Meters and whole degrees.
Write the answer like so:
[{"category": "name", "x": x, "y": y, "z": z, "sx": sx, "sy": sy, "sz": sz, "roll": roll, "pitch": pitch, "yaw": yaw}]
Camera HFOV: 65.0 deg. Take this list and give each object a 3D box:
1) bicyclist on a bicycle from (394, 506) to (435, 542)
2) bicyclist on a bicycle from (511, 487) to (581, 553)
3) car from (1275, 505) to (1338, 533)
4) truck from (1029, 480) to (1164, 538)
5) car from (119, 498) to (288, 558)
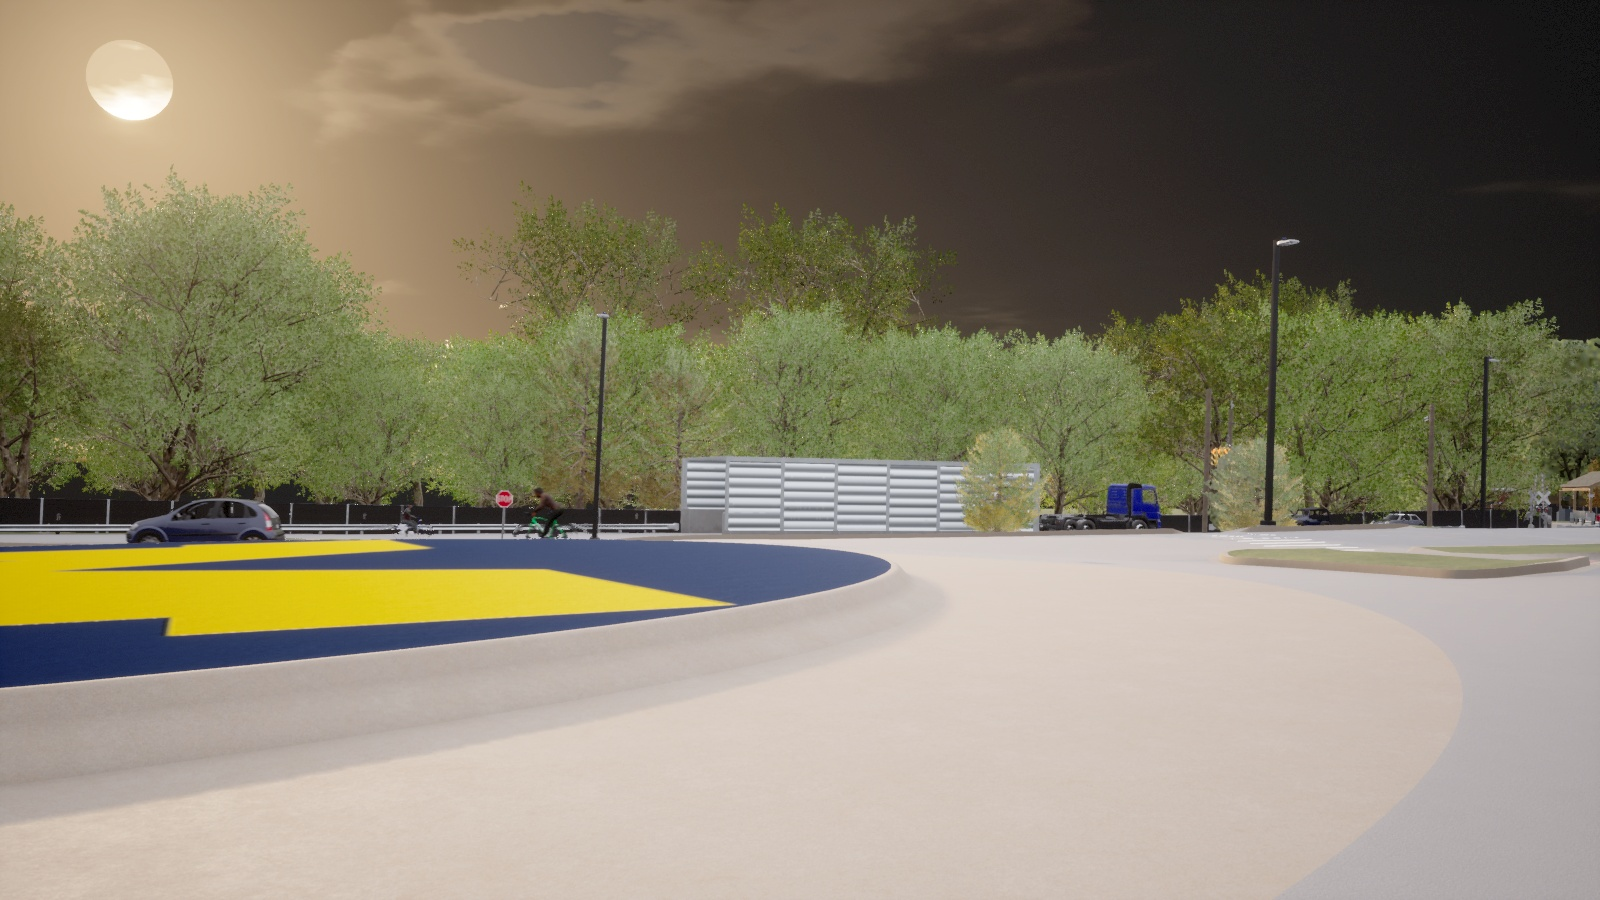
[{"category": "bicyclist on a bicycle", "x": -19.122, "y": 3.667, "z": 62.322, "sx": 1.843, "sy": 1.776, "sz": 0.659, "roll": 1, "pitch": -1, "yaw": -27}, {"category": "bicyclist on a bicycle", "x": -6.542, "y": 1.817, "z": 32.383, "sx": 1.656, "sy": 1.620, "sz": 0.582, "roll": -2, "pitch": -5, "yaw": 0}, {"category": "car", "x": 35.736, "y": 4.847, "z": 88.593, "sx": 3.866, "sy": 1.878, "sz": 1.905, "roll": 1, "pitch": -1, "yaw": -21}, {"category": "truck", "x": 18.531, "y": 3.650, "z": 78.380, "sx": 7.936, "sy": 3.462, "sz": 2.891, "roll": 1, "pitch": -1, "yaw": -22}, {"category": "car", "x": -16.866, "y": 2.204, "z": 35.688, "sx": 3.988, "sy": 1.617, "sz": 1.851, "roll": 1, "pitch": -2, "yaw": -12}]
